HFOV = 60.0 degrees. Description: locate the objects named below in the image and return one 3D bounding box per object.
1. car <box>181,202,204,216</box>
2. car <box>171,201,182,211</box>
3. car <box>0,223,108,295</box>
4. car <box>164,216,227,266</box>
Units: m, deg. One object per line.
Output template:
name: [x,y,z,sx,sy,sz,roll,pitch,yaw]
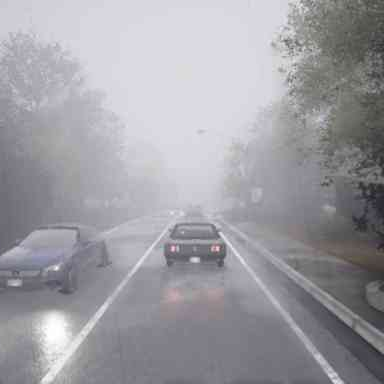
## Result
car: [0.259,2.009,35.424,2.033,1.411,5.357,0,1,2]
car: [-1.976,2.183,51.407,1.882,1.535,5.008,1,-1,9]
car: [-3.600,1.625,9.090,1.812,1.442,4.674,0,-1,0]
car: [0.098,1.745,12.074,1.895,1.301,4.718,0,-1,0]
